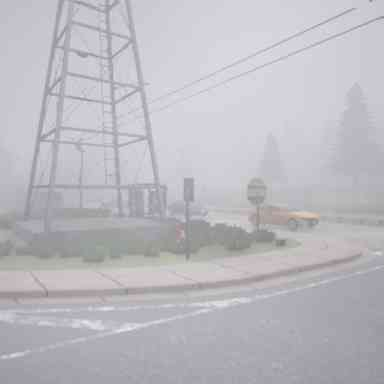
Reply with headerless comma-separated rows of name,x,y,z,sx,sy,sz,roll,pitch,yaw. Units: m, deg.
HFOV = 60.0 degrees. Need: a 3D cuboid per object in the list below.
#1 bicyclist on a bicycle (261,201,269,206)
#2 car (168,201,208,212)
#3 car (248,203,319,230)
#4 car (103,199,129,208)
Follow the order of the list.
bicyclist on a bicycle,7.097,1.499,32.525,1.656,1.620,0.582,-7,4,-34
car,-0.394,1.560,31.063,2.128,1.511,4.902,0,0,-34
car,5.866,1.544,21.878,1.882,1.535,5.008,0,0,-34
car,-10.499,1.634,46.391,4.181,1.385,1.994,0,0,8
